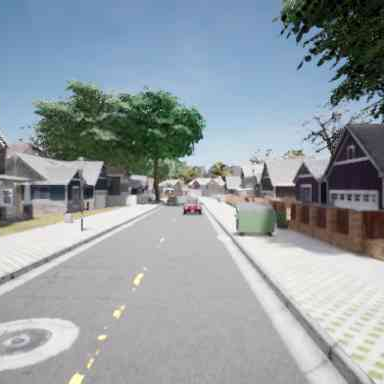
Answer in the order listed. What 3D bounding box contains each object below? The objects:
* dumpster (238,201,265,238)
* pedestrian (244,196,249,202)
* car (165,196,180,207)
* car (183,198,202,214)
[{"bbox_3d":[3.012,1.375,17.058,1.020,1.700,1.940,0,0,0],"label":"dumpster"},{"bbox_3d":[2.984,1.120,18.061,0.375,1.860,0.375,0,1,-10],"label":"pedestrian"},{"bbox_3d":[-2.834,1.416,48.982,1.837,1.490,4.892,0,1,0],"label":"car"},{"bbox_3d":[0.061,1.548,34.049,1.895,1.301,4.718,0,0,0],"label":"car"}]
